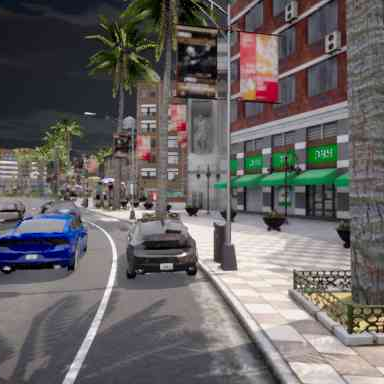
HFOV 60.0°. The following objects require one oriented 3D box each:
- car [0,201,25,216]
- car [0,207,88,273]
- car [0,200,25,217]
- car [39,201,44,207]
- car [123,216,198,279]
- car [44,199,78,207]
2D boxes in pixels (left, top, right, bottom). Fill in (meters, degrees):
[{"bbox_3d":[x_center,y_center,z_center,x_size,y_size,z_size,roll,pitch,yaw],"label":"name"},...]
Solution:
[{"bbox_3d":[-12.248,1.481,21.983,2.128,1.511,4.902,0,0,-25],"label":"car"},{"bbox_3d":[-4.539,1.474,10.784,1.882,1.535,5.008,0,0,-12],"label":"car"},{"bbox_3d":[-17.401,1.549,32.411,1.994,1.385,4.181,0,0,-27],"label":"car"},{"bbox_3d":[-14.723,1.490,34.636,1.837,1.490,4.892,0,-1,-27],"label":"car"},{"bbox_3d":[-1.080,1.503,10.195,1.837,1.490,4.892,0,0,-11],"label":"car"},{"bbox_3d":[-9.031,1.344,23.207,2.097,1.767,4.553,0,0,-24],"label":"car"}]
